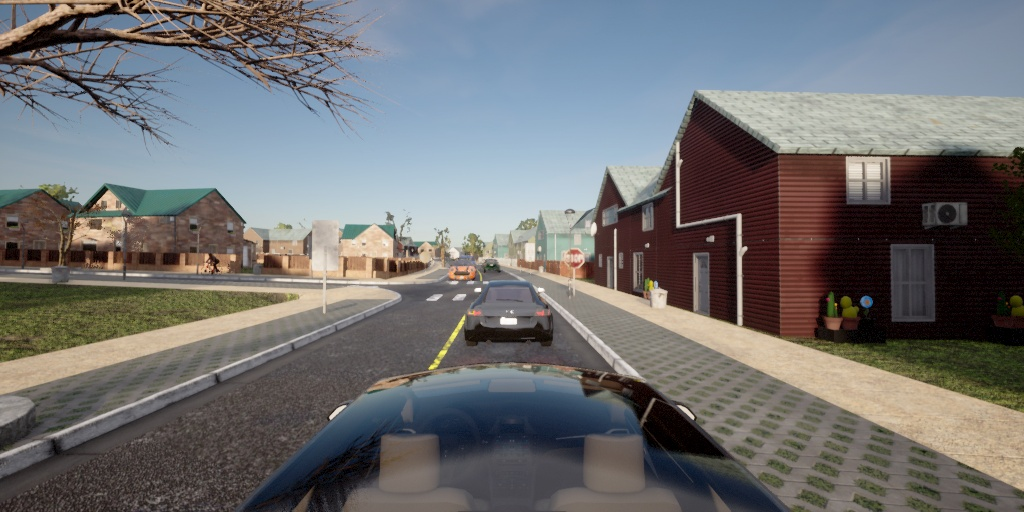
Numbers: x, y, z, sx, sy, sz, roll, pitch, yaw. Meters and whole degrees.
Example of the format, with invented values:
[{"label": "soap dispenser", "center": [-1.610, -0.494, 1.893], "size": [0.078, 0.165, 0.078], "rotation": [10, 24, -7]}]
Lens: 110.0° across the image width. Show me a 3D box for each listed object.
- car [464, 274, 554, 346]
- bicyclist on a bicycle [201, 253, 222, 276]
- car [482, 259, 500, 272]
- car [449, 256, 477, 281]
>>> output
[{"label": "car", "center": [-0.064, 1.316, 9.388], "size": [1.994, 1.385, 4.181], "rotation": [0, 0, 0]}, {"label": "bicyclist on a bicycle", "center": [-22.072, 0.632, 26.378], "size": [0.582, 1.620, 1.656], "rotation": [1, 0, 8]}, {"label": "car", "center": [-2.735, 1.108, 45.285], "size": [2.097, 1.767, 4.553], "rotation": [0, 0, -7]}, {"label": "car", "center": [-4.112, 1.104, 30.135], "size": [2.097, 1.767, 4.553], "rotation": [0, 0, -5]}]
